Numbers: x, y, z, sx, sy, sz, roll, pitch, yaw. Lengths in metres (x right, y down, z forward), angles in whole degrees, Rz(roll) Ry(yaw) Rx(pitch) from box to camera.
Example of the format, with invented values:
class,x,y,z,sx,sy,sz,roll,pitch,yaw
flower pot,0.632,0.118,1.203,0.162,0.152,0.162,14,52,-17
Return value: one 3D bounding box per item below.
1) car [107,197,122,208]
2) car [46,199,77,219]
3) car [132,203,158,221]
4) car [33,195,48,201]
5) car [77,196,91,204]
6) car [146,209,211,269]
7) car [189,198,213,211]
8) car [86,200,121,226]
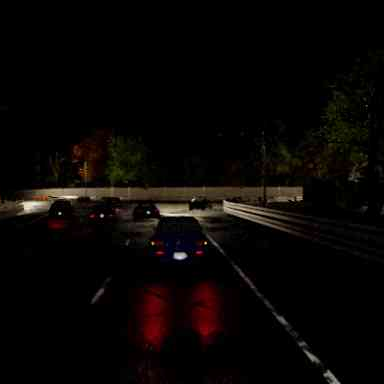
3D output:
class,x,y,z,sx,sy,sz,roll,pitch,yaw
car,-11.397,1.516,48.086,1.837,1.490,4.892,0,0,-25
car,-11.636,1.527,29.902,1.837,1.490,4.892,0,0,-16
car,-3.876,1.561,27.698,1.994,1.385,4.181,0,0,-15
car,-38.316,1.438,84.127,4.553,1.767,2.097,0,0,40
car,-21.128,1.527,64.758,2.128,1.511,4.902,0,0,-35
car,-0.448,1.521,11.112,1.812,1.442,4.674,0,0,-3
car,1.106,1.465,39.847,2.128,1.511,4.902,0,0,18
car,-6.248,1.555,23.432,2.033,1.411,5.357,0,0,-13
